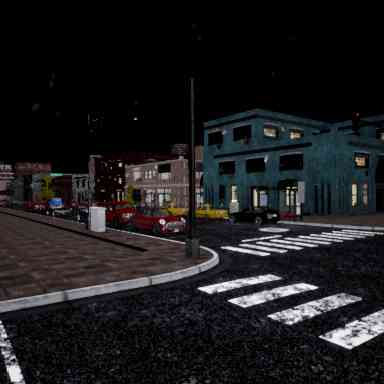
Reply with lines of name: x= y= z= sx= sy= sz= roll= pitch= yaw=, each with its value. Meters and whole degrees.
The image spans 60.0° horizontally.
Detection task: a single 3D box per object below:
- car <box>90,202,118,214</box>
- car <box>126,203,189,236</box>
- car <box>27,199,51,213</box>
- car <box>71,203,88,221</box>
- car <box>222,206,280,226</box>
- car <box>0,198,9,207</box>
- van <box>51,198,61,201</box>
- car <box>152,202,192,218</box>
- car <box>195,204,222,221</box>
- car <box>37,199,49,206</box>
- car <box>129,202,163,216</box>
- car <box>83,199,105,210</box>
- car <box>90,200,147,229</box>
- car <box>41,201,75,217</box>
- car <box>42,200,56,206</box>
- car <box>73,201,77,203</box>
car: x=-11.323 y=1.985 z=42.480 sx=1.812 sy=1.442 sz=4.674 roll=-1 pitch=0 yaw=-37
car: x=-2.069 y=1.673 z=20.301 sx=1.967 sy=1.590 sz=4.097 roll=-1 pitch=0 yaw=-37
car: x=-22.266 y=1.952 z=47.558 sx=2.192 sy=1.841 sz=5.009 roll=-1 pitch=0 yaw=-37
car: x=-8.798 y=1.918 z=29.387 sx=2.008 sy=1.369 sz=4.403 roll=-1 pitch=0 yaw=-37
car: x=4.658 y=1.724 z=25.246 sx=1.947 sy=1.339 sz=4.313 roll=-1 pitch=0 yaw=-37
car: x=-42.492 y=2.357 z=74.790 sx=2.192 sy=1.841 sz=5.009 roll=-1 pitch=0 yaw=-37
van: x=-29.002 y=2.173 z=70.675 sx=1.690 sy=1.788 sz=3.998 roll=-1 pitch=0 yaw=-37
car: x=-2.176 y=1.820 z=34.468 sx=1.752 sy=1.417 sz=4.829 roll=-1 pitch=0 yaw=-37
car: x=1.190 y=1.753 z=29.926 sx=1.752 sy=1.417 sz=4.829 roll=-1 pitch=0 yaw=-37
car: x=-35.829 y=2.494 z=79.898 sx=1.752 sy=1.417 sz=4.829 roll=-1 pitch=0 yaw=-37
car: x=-5.439 y=1.911 z=38.875 sx=2.008 sy=1.369 sz=4.403 roll=-1 pitch=0 yaw=-37
car: x=-15.539 y=2.002 z=52.503 sx=1.967 sy=1.590 sz=4.097 roll=-1 pitch=0 yaw=-37
car: x=-5.438 y=1.616 z=24.843 sx=2.192 sy=1.841 sz=5.009 roll=-1 pitch=0 yaw=-37
car: x=-15.530 y=2.053 z=38.472 sx=2.008 sy=1.369 sz=4.403 roll=-1 pitch=0 yaw=-37
car: x=-32.362 y=2.444 z=75.218 sx=1.887 sy=1.381 sz=4.507 roll=-1 pitch=0 yaw=-37
car: x=-22.266 y=2.279 z=61.589 sx=1.802 sy=1.307 sz=4.206 roll=-1 pitch=0 yaw=-37
